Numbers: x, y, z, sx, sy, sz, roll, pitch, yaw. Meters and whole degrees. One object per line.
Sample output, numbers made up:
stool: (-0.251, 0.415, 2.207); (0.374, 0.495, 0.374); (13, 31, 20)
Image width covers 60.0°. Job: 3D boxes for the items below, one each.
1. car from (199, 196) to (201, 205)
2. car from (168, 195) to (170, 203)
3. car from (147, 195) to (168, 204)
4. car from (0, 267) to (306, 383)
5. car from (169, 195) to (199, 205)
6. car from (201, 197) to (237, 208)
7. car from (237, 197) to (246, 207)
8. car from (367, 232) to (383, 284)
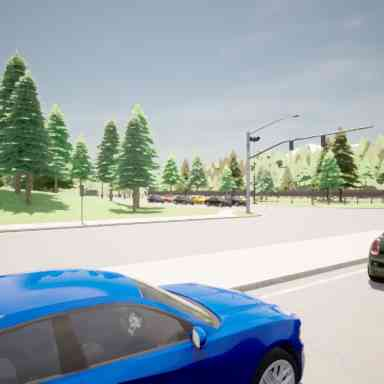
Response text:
car: (1.107, 1.476, 60.112); (1.882, 1.535, 5.008); (0, 0, -35)
car: (-4.636, 1.350, 68.443); (2.097, 1.767, 4.553); (0, 0, -35)
car: (-7.242, 1.503, 66.020); (1.837, 1.490, 4.892); (0, 0, -35)
car: (-1.032, 1.478, 3.012); (5.008, 1.535, 1.882); (0, 0, -35)
car: (-1.416, 1.503, 57.599); (1.837, 1.490, 4.892); (0, 0, -35)
car: (3.962, 1.476, 49.893); (1.882, 1.535, 5.008); (0, 0, -35)
car: (6.581, 1.476, 52.258); (1.882, 1.535, 5.008); (0, 0, -35)
car: (6.463, 1.351, 8.386); (4.553, 1.767, 2.097); (0, 0, -35)
